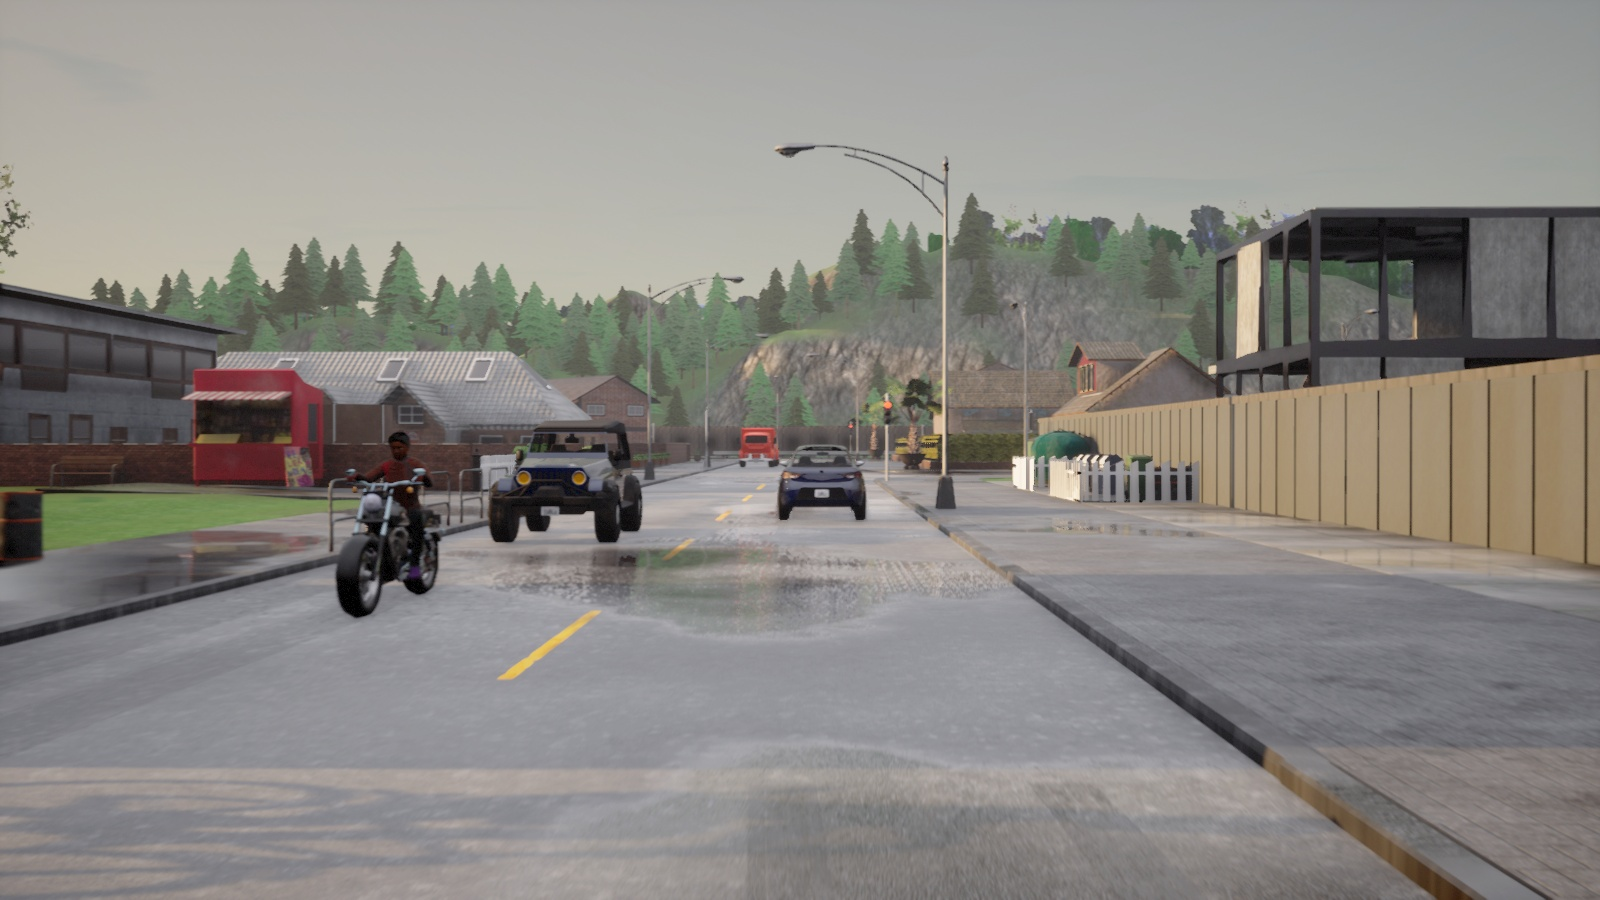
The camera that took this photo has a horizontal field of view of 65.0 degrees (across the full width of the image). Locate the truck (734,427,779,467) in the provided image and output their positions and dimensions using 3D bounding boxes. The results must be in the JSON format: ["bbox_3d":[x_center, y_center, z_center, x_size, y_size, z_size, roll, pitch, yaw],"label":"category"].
[{"bbox_3d":[-2.710,-0.173,79.919,2.627,2.467,5.204,0,0,1],"label":"truck"}]

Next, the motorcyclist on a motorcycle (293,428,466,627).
[{"bbox_3d":[-3.791,0.630,11.568,0.766,1.649,2.350,0,0,1],"label":"motorcyclist on a motorcycle"}]

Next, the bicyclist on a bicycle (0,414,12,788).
[{"bbox_3d":[-3.891,0.653,4.739,0.866,1.612,1.509,0,0,1],"label":"bicyclist on a bicycle"}]

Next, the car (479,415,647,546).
[{"bbox_3d":[-3.658,0.430,20.056,1.905,1.878,3.866,0,0,1],"label":"car"}]

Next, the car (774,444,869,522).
[{"bbox_3d":[0.440,0.620,26.124,1.816,1.474,4.193,0,0,1],"label":"car"}]
